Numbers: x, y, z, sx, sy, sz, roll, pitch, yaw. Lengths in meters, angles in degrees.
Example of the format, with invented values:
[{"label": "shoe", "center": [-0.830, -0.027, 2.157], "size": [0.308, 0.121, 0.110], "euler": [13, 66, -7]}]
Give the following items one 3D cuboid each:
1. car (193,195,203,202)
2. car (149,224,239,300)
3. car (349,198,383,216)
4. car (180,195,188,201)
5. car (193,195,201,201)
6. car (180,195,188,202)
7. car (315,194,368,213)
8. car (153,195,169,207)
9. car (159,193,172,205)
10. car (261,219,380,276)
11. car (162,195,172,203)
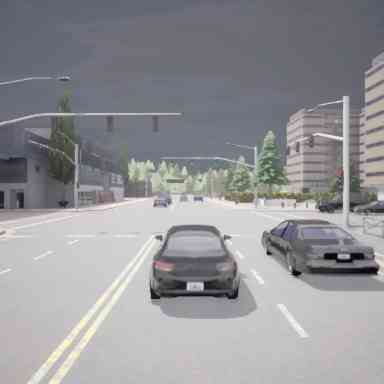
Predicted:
[{"label": "car", "center": [1.569, 1.478, 78.609], "size": [1.882, 1.535, 5.008], "euler": [0, 0, -1]}, {"label": "car", "center": [0.035, 1.526, 8.275], "size": [1.812, 1.442, 4.674], "euler": [0, 0, -1]}, {"label": "car", "center": [18.222, 1.526, 32.435], "size": [4.674, 1.442, 1.812], "euler": [0, 0, -2]}, {"label": "car", "center": [-2.190, 1.552, 88.593], "size": [1.994, 1.385, 4.181], "euler": [0, 0, -1]}, {"label": "car", "center": [1.307, 1.500, 88.747], "size": [1.837, 1.490, 4.892], "euler": [0, 0, -1]}, {"label": "car", "center": [-1.922, 1.540, 78.262], "size": [2.033, 1.411, 5.357], "euler": [0, 0, -1]}, {"label": "car", "center": [16.286, 1.222, 35.903], "size": [5.566, 2.045, 2.150], "euler": [0, 0, -2]}, {"label": "car", "center": [-4.780, 1.526, 50.346], "size": [1.812, 1.442, 4.674], "euler": [0, 0, -2]}, {"label": "car", "center": [-5.017, 1.221, 59.772], "size": [2.150, 2.045, 5.566], "euler": [0, 0, -1]}, {"label": "car", "center": [3.532, 1.548, 10.266], "size": [2.033, 1.411, 5.357], "euler": [0, 0, 0]}, {"label": "car", "center": [-5.216, 1.500, 70.132], "size": [1.837, 1.490, 4.892], "euler": [0, 0, -1]}]
